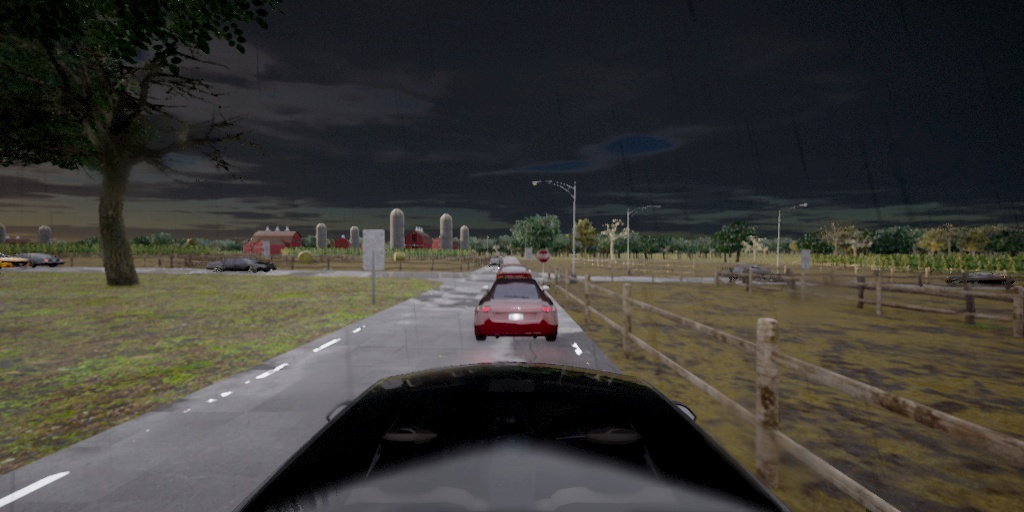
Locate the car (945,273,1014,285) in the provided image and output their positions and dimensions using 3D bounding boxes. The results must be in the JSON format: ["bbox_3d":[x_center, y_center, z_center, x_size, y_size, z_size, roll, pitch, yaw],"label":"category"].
[{"bbox_3d":[46.288,2.298,35.599,4.718,1.301,1.895,2,1,0],"label":"car"}]

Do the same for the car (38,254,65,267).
[{"bbox_3d":[-47.374,0.447,35.145,5.357,1.411,2.033,1,1,0],"label":"car"}]

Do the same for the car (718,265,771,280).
[{"bbox_3d":[22.895,1.599,35.548,4.902,1.511,2.128,1,1,0],"label":"car"}]

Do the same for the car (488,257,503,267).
[{"bbox_3d":[-2.781,1.041,57.795,1.837,1.490,4.892,0,0,0],"label":"car"}]

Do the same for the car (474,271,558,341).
[{"bbox_3d":[0.101,1.289,9.820,1.994,1.385,4.181,0,0,0],"label":"car"}]

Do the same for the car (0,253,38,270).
[{"bbox_3d":[-46.717,0.437,32.295,5.008,1.535,1.882,0,1,0],"label":"car"}]

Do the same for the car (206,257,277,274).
[{"bbox_3d":[-24.378,0.824,32.358,5.357,1.411,2.033,1,1,0],"label":"car"}]

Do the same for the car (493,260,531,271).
[{"bbox_3d":[0.067,1.168,19.785,1.882,1.535,5.008,0,0,-1],"label":"car"}]
